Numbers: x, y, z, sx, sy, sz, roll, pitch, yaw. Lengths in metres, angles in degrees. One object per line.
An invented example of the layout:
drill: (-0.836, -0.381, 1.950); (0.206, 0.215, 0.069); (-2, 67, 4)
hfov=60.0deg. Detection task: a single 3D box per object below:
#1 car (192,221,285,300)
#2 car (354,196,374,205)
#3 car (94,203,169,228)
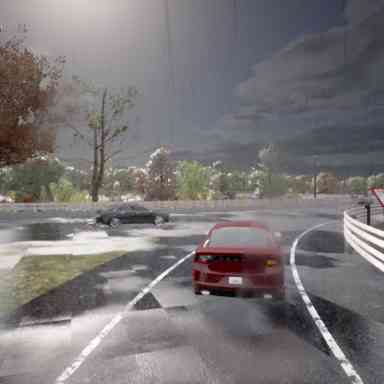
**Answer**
car: (1.272, 1.477, 8.551); (1.882, 1.535, 5.008); (0, 0, 11)
car: (31.244, 1.543, 59.612); (2.033, 1.411, 5.357); (0, 0, 37)
car: (-3.873, 1.498, 21.892); (4.892, 1.490, 1.837); (0, 1, -26)
